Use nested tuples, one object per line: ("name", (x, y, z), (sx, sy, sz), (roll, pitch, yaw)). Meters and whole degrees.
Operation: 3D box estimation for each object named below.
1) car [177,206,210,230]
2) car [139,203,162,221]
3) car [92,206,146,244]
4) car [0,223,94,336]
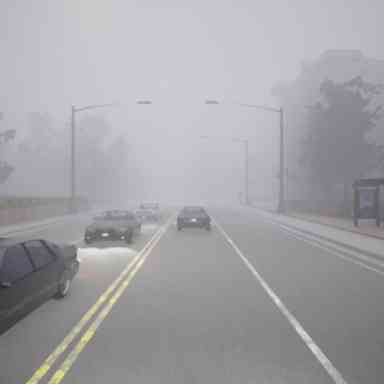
("car", (0.101, 1.574, 20.961), (1.994, 1.385, 4.181), (0, 0, 0))
("car", (-3.562, 1.614, 27.060), (1.895, 1.301, 4.718), (0, 0, 0))
("car", (-3.582, 1.571, 15.709), (1.994, 1.385, 4.181), (0, 0, 0))
("car", (-3.583, 1.549, 5.759), (2.033, 1.411, 5.357), (0, 0, 0))
